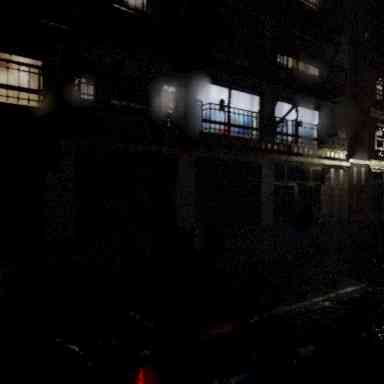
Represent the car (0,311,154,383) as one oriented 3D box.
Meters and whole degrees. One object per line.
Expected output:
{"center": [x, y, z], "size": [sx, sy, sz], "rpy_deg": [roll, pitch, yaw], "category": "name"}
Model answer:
{"center": [-2.398, 1.525, 1.665], "size": [4.674, 1.442, 1.812], "rpy_deg": [0, 0, -35], "category": "car"}
